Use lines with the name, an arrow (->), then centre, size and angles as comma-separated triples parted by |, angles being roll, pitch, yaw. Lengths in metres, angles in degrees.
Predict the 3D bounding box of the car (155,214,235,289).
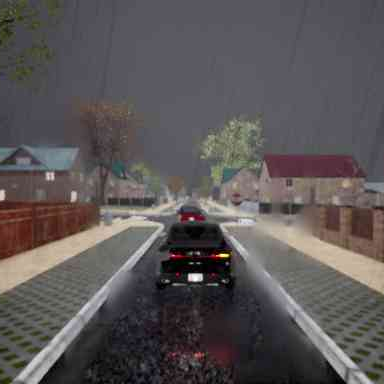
car -> 0.080, 1.562, 9.317 | 1.837, 1.490, 4.892 | 0, -1, 0

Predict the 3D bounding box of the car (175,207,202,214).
car -> -0.248, 1.722, 23.675 | 1.994, 1.385, 4.181 | 0, 0, -5
